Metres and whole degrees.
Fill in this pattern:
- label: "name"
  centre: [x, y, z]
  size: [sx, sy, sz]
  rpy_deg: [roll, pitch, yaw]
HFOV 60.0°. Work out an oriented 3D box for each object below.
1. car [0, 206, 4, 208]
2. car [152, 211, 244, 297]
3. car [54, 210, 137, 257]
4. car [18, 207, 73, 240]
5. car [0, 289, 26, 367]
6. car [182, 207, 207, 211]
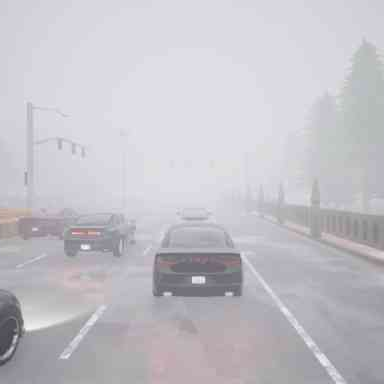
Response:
- label: "car"
  centre: [-13.963, 1.330, 21.532]
  size: [1.812, 1.442, 4.674]
  rpy_deg: [0, 0, 0]
- label: "car"
  centre: [0.117, 1.477, 8.629]
  size: [1.882, 1.535, 5.008]
  rpy_deg: [0, 0, 0]
- label: "car"
  centre: [-3.379, 1.505, 12.976]
  size: [1.837, 1.490, 4.892]
  rpy_deg: [0, 0, 0]
- label: "car"
  centre: [-6.905, 1.477, 17.010]
  size: [1.882, 1.535, 5.008]
  rpy_deg: [0, 0, -1]
- label: "car"
  centre: [-3.393, 1.564, 3.103]
  size: [1.994, 1.385, 4.181]
  rpy_deg: [0, 0, 0]
- label: "car"
  centre: [0.130, 1.525, 17.965]
  size: [1.812, 1.442, 4.674]
  rpy_deg: [0, 0, 0]
